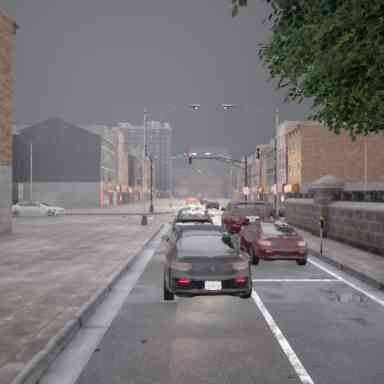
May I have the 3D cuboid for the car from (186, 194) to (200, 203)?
[{"bbox_3d":[-0.008,1.461,62.746,2.097,1.767,4.553,0,0,0],"label":"car"}]

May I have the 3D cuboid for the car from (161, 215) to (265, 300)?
[{"bbox_3d":[0.220,1.528,8.317,1.812,1.442,4.674,0,0,-4],"label":"car"}]

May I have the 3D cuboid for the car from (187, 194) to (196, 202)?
[{"bbox_3d":[-0.146,1.415,83.745,2.150,2.045,5.566,0,0,0],"label":"car"}]

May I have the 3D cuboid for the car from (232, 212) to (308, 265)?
[{"bbox_3d":[2.625,1.586,11.353,1.802,1.307,4.206,1,0,0],"label":"car"}]

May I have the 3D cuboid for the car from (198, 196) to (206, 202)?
[{"bbox_3d":[2.493,1.753,86.731,2.008,1.369,4.403,0,0,0],"label":"car"}]

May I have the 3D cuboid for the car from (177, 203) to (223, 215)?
[{"bbox_3d":[0.050,1.500,15.687,2.128,1.511,4.902,0,0,0],"label":"car"}]

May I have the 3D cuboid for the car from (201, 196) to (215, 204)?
[{"bbox_3d":[2.569,1.599,43.232,1.887,1.381,4.507,1,0,0],"label":"car"}]

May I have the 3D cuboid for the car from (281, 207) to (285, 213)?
[{"bbox_3d":[6.329,1.573,28.433,5.357,1.411,2.033,0,-1,-1],"label":"car"}]

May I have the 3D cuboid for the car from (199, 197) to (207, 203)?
[{"bbox_3d":[2.512,1.739,75.856,1.802,1.307,4.206,0,0,0],"label":"car"}]

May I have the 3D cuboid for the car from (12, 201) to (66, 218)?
[{"bbox_3d":[-13.230,1.513,28.339,4.674,1.442,1.812,0,-1,0],"label":"car"}]

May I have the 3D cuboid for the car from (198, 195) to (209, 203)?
[{"bbox_3d":[2.541,1.644,59.544,1.887,1.381,4.507,1,0,0],"label":"car"}]

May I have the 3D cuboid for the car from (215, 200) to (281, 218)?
[{"bbox_3d":[2.619,1.324,16.802,2.192,1.841,5.009,1,0,0],"label":"car"}]
